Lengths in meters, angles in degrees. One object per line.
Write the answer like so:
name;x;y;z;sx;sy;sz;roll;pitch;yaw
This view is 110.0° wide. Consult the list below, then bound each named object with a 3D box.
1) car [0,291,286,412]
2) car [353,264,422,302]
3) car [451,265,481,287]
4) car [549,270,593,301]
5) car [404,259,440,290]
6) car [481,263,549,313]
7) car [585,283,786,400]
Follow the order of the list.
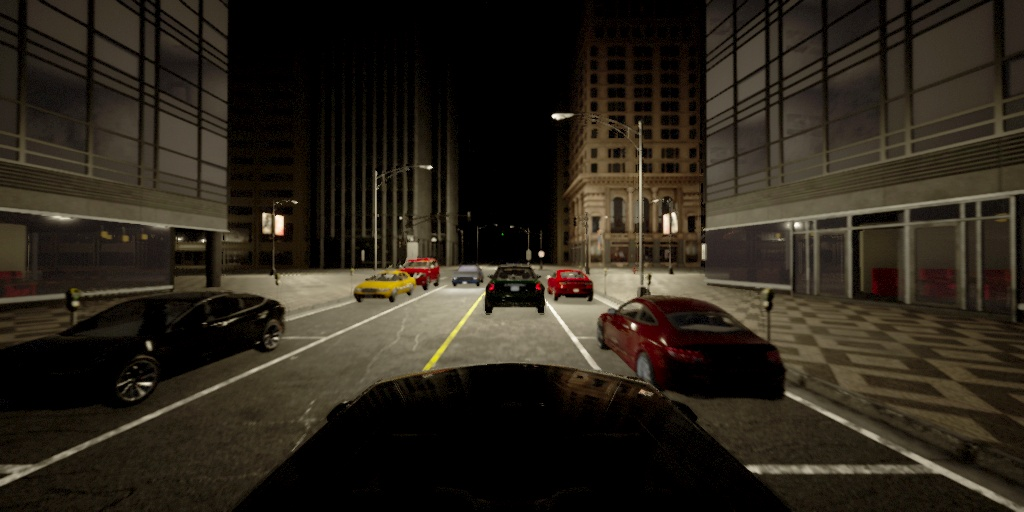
car;-5.857;1.317;6.246;1.948;1.339;4.313;0;0;0
car;-5.857;1.289;16.993;1.751;1.417;4.829;0;0;0
car;-3.001;1.328;25.441;2.033;1.411;5.357;0;0;0
car;2.668;1.309;17.161;1.888;1.381;4.507;0;0;0
car;-5.857;1.089;22.622;2.192;1.841;5.009;0;0;0
car;0.099;1.111;14.096;2.097;1.767;4.553;0;0;0
car;2.669;1.334;6.242;1.802;1.307;4.207;0;0;0
